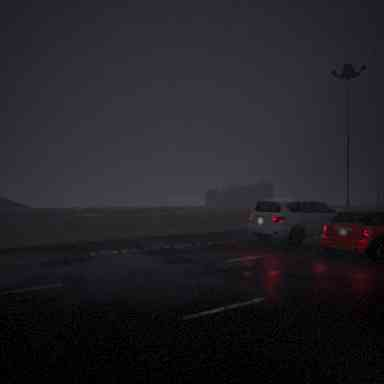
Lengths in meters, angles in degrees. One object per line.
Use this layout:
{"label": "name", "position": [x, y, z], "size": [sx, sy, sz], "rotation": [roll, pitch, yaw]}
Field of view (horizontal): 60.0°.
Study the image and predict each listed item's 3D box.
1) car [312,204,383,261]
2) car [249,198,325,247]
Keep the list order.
{"label": "car", "position": [7.146, 1.466, 12.879], "size": [4.553, 1.767, 2.097], "rotation": [1, 0, -32]}
{"label": "car", "position": [5.242, 1.330, 15.821], "size": [5.566, 2.045, 2.150], "rotation": [0, 0, -32]}
